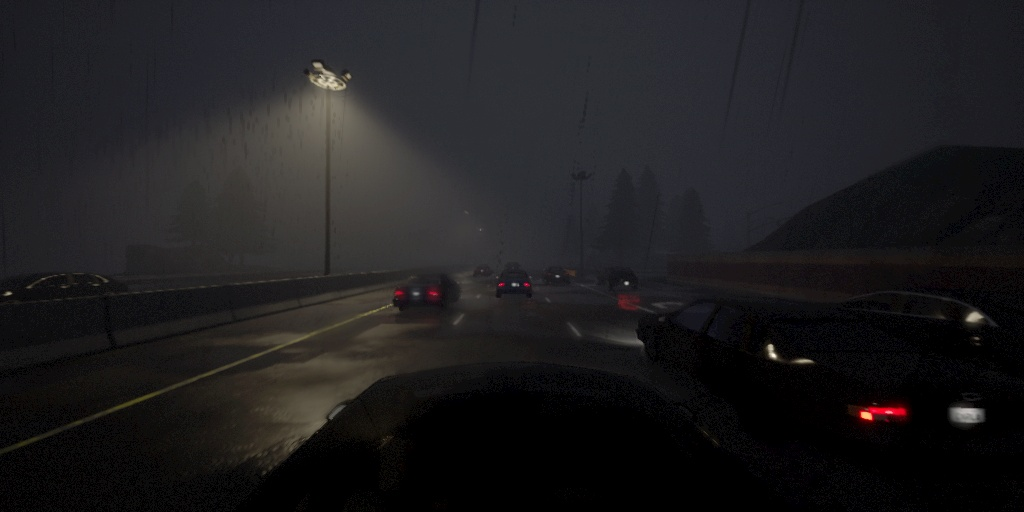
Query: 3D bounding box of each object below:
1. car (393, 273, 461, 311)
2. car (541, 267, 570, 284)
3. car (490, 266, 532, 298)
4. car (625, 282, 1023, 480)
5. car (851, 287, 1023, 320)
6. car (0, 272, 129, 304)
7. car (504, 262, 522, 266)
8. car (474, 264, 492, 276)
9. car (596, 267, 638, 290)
[{"bbox_3d":[-3.397,1.419,15.207,2.033,1.411,5.357,0,0,0],"label":"car"},{"bbox_3d":[3.608,1.568,30.024,1.994,1.385,4.181,0,0,0],"label":"car"},{"bbox_3d":[0.104,1.460,19.841,2.033,1.411,5.357,0,0,0],"label":"car"},{"bbox_3d":[3.600,1.330,5.344,2.033,1.411,5.357,0,0,0],"label":"car"},{"bbox_3d":[7.100,1.281,6.155,2.128,1.511,4.902,0,-1,0],"label":"car"},{"bbox_3d":[-17.516,1.364,13.418,1.837,1.490,4.892,0,-1,0],"label":"car"},{"bbox_3d":[0.113,1.483,44.183,2.097,1.767,4.553,0,-1,0],"label":"car"},{"bbox_3d":[-3.388,1.682,42.681,1.994,1.385,4.181,0,0,0],"label":"car"},{"bbox_3d":[7.107,1.460,24.641,1.837,1.490,4.892,0,-1,0],"label":"car"}]
